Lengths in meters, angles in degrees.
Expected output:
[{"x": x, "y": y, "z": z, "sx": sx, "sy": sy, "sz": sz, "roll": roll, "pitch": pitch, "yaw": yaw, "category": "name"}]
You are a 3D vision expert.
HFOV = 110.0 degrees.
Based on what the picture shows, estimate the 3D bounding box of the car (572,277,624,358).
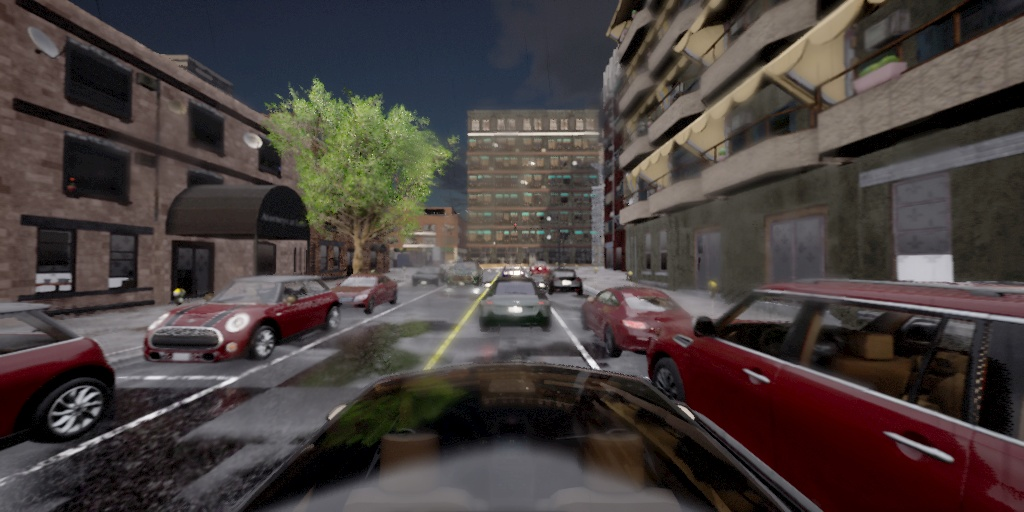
[{"x": 2.692, "y": 1.339, "z": 8.174, "sx": 1.802, "sy": 1.307, "sz": 4.207, "roll": 0, "pitch": 0, "yaw": 0, "category": "car"}]

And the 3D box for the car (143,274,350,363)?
[{"x": -5.656, "y": 1.197, "z": 8.117, "sx": 1.967, "sy": 1.591, "sz": 4.097, "roll": 0, "pitch": 0, "yaw": 0, "category": "car"}]

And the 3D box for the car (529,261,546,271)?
[{"x": 2.744, "y": 1.232, "z": 36.604, "sx": 1.967, "sy": 1.591, "sz": 4.097, "roll": 0, "pitch": 0, "yaw": 0, "category": "car"}]

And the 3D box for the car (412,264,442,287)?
[{"x": -5.653, "y": 1.343, "z": 25.176, "sx": 1.948, "sy": 1.339, "sz": 4.313, "roll": 0, "pitch": 0, "yaw": 0, "category": "car"}]

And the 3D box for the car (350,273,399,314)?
[{"x": -5.654, "y": 1.345, "z": 13.803, "sx": 1.802, "sy": 1.307, "sz": 4.207, "roll": 0, "pitch": 0, "yaw": 0, "category": "car"}]

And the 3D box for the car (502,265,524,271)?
[{"x": 0.100, "y": 1.385, "z": 30.704, "sx": 1.895, "sy": 1.301, "sz": 4.718, "roll": 0, "pitch": 0, "yaw": 0, "category": "car"}]

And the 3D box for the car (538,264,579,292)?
[{"x": 2.694, "y": 1.335, "z": 19.547, "sx": 1.948, "sy": 1.339, "sz": 4.313, "roll": 0, "pitch": 0, "yaw": 0, "category": "car"}]

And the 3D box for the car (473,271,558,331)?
[{"x": 0.090, "y": 1.325, "z": 11.049, "sx": 1.994, "sy": 1.385, "sz": 4.181, "roll": 0, "pitch": 0, "yaw": 0, "category": "car"}]

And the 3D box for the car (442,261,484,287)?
[{"x": -3.092, "y": 1.128, "z": 24.361, "sx": 2.097, "sy": 1.767, "sz": 4.553, "roll": 0, "pitch": 0, "yaw": 0, "category": "car"}]

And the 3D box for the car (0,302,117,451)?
[{"x": -5.656, "y": 1.191, "z": 2.429, "sx": 1.967, "sy": 1.591, "sz": 4.097, "roll": 0, "pitch": 0, "yaw": 0, "category": "car"}]

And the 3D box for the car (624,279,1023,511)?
[{"x": 2.691, "y": 1.065, "z": 2.487, "sx": 2.192, "sy": 1.841, "sz": 5.009, "roll": 0, "pitch": 0, "yaw": 0, "category": "car"}]
